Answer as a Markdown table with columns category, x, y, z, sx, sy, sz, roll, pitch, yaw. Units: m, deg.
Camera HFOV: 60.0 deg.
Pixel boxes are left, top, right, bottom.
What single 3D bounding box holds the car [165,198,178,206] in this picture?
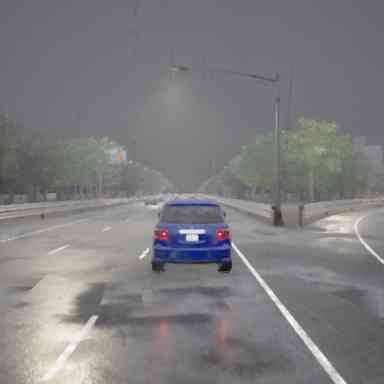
| category | x | y | z | sx | sy | sz | roll | pitch | yaw |
| --- | --- | --- | --- | --- | --- | --- | --- | --- | --- |
| car | -3.503 | 1.745 | 57.768 | 1.895 | 1.301 | 4.718 | 0 | 0 | 0 |

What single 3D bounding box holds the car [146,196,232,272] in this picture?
| category | x | y | z | sx | sy | sz | roll | pitch | yaw |
| --- | --- | --- | --- | --- | --- | --- | --- | --- | --- |
| car | 0.000 | 1.236 | 10.956 | 2.150 | 2.045 | 5.566 | 0 | 0 | 0 |

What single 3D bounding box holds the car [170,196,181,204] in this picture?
| category | x | y | z | sx | sy | sz | roll | pitch | yaw |
| --- | --- | --- | --- | --- | --- | --- | --- | --- | --- |
| car | -3.503 | 1.661 | 70.495 | 2.128 | 1.511 | 4.902 | 0 | 0 | 0 |

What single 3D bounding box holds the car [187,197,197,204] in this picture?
| category | x | y | z | sx | sy | sz | roll | pitch | yaw |
| --- | --- | --- | --- | --- | --- | --- | --- | --- | --- |
| car | -0.004 | 1.696 | 70.666 | 1.994 | 1.385 | 4.181 | 0 | 0 | 0 |

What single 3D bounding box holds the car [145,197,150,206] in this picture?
| category | x | y | z | sx | sy | sz | roll | pitch | yaw |
| --- | --- | --- | --- | --- | --- | --- | --- | --- | --- |
| car | -7.002 | 1.634 | 57.321 | 2.128 | 1.511 | 4.902 | 0 | 0 | 0 |

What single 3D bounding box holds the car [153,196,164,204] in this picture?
| category | x | y | z | sx | sy | sz | roll | pitch | yaw |
| --- | --- | --- | --- | --- | --- | --- | --- | --- | --- |
| car | -7.003 | 1.651 | 70.308 | 1.812 | 1.442 | 4.674 | 0 | 0 | 0 |

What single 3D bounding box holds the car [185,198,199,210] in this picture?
| category | x | y | z | sx | sy | sz | roll | pitch | yaw |
| --- | --- | --- | --- | --- | --- | --- | --- | --- | --- |
| car | -0.004 | 1.609 | 46.858 | 1.837 | 1.490 | 4.892 | 0 | 0 | 0 |
